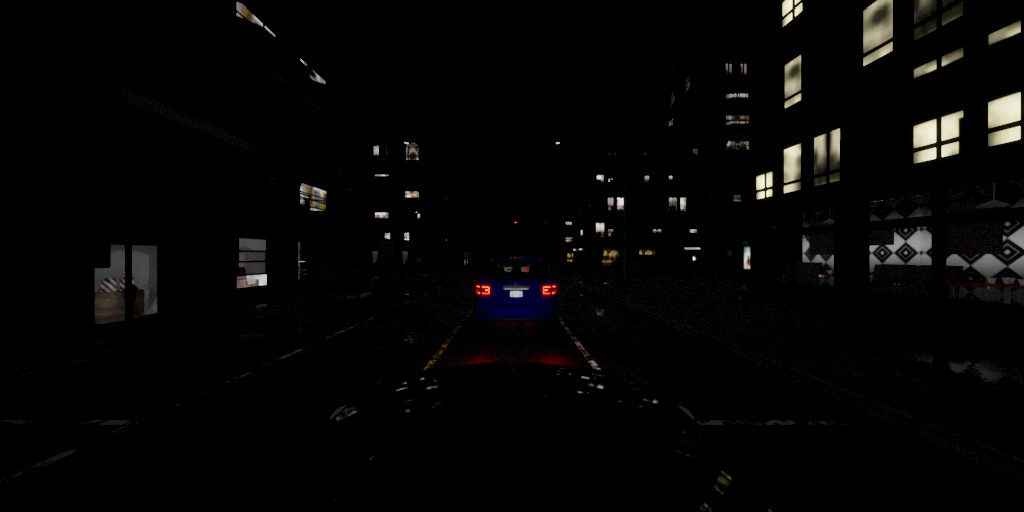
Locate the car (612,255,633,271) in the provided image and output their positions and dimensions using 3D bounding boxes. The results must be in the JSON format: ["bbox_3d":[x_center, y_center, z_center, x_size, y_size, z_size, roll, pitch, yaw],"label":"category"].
[{"bbox_3d":[14.589,0.764,42.737,5.009,1.841,2.192,0,0,0],"label":"car"}]

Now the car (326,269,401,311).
[{"bbox_3d":[-5.736,1.332,14.384,1.802,1.307,4.207,0,0,0],"label":"car"}]

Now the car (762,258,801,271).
[{"bbox_3d":[25.815,0.821,34.451,4.313,1.339,1.948,0,0,0],"label":"car"}]

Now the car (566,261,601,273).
[{"bbox_3d":[7.365,1.189,40.086,4.718,1.301,1.895,-1,0,0],"label":"car"}]

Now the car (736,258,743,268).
[{"bbox_3d":[25.681,0.823,42.831,4.207,1.307,1.802,0,0,0],"label":"car"}]

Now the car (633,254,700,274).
[{"bbox_3d":[14.721,0.778,34.358,5.009,1.841,2.192,0,0,0],"label":"car"}]

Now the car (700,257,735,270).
[{"bbox_3d":[21.905,0.918,40.208,4.718,1.301,1.895,-1,0,0],"label":"car"}]

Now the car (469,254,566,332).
[{"bbox_3d":[0.101,0.971,10.979,2.150,2.045,5.566,0,0,0],"label":"car"}]
